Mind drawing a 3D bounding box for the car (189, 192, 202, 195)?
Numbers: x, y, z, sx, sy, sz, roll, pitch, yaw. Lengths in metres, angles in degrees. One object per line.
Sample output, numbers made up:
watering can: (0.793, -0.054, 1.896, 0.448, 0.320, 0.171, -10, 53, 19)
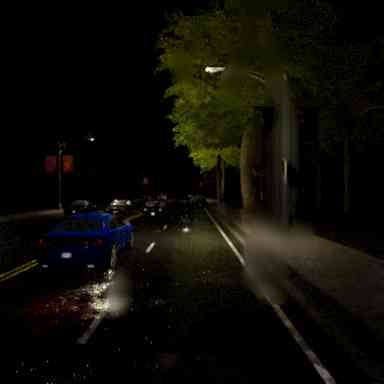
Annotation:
car: (0.931, 1.037, 57.164, 2.150, 2.045, 5.566, 0, 0, 0)

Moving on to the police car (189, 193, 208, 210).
police car: (0.943, 1.267, 41.243, 1.930, 1.638, 5.238, 0, 0, 0)

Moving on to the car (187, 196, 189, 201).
car: (-0.058, 1.205, 74.453, 1.994, 1.385, 4.181, 0, 0, 0)

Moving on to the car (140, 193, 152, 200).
car: (-9.806, 1.110, 70.946, 2.097, 1.767, 4.553, 0, 0, 0)

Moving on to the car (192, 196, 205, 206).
car: (0.935, 1.327, 51.134, 1.837, 1.490, 4.892, 0, 0, 0)

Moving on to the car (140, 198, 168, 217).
car: (-3.173, 1.476, 29.243, 1.895, 1.301, 4.718, 0, 0, 0)

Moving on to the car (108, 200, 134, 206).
car: (-6.623, 1.416, 31.081, 2.033, 1.411, 5.357, 0, 0, 0)

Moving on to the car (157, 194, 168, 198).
car: (-6.558, 1.133, 73.591, 2.097, 1.767, 4.553, 0, 0, 0)

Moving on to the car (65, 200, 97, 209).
car: (-9.870, 1.437, 29.782, 1.994, 1.385, 4.181, 0, 0, 0)

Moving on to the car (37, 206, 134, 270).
car: (-3.158, 1.426, 10.831, 1.882, 1.535, 5.008, 0, 0, 0)
